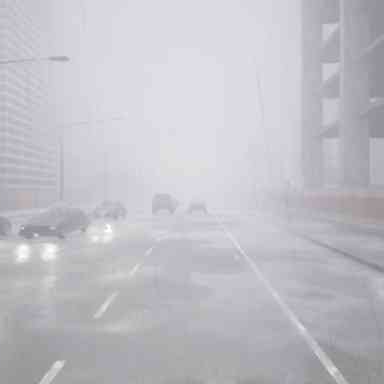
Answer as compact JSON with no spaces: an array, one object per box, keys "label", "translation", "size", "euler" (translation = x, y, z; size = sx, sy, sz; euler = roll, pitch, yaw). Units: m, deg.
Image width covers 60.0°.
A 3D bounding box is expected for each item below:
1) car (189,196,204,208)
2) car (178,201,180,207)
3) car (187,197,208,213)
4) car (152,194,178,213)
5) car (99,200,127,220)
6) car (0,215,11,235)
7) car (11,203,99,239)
[{"label":"car","translation":[0.687,1.439,47.745],"size":[2.128,1.511,4.902],"euler":[0,0,1]},{"label":"car","translation":[-2.811,1.545,48.077],"size":[1.895,1.301,4.718],"euler":[0,0,1]},{"label":"car","translation":[0.588,1.485,36.219],"size":[1.812,1.442,4.674],"euler":[0,0,1]},{"label":"car","translation":[-3.010,1.179,35.833],"size":[2.150,2.045,5.566],"euler":[0,0,1]},{"label":"car","translation":[-6.710,1.456,27.622],"size":[2.128,1.511,4.902],"euler":[0,0,1]},{"label":"car","translation":[-10.411,1.540,15.669],"size":[1.994,1.385,4.181],"euler":[0,0,0]},{"label":"car","translation":[-6.868,1.524,17.450],"size":[2.033,1.411,5.357],"euler":[0,0,2]}]
